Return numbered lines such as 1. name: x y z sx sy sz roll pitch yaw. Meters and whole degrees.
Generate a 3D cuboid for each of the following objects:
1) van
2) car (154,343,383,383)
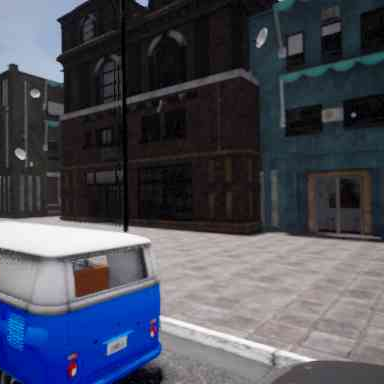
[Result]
1. van: -2.277 1.353 4.527 3.998 1.788 1.690 0 -1 36
2. car: 2.175 1.548 1.334 4.403 1.369 2.008 0 -1 36
